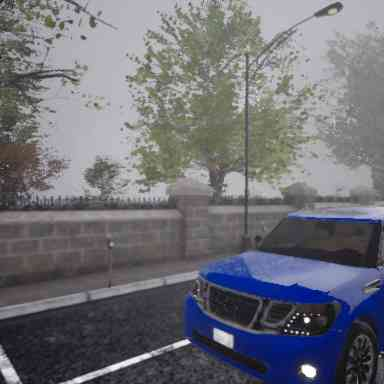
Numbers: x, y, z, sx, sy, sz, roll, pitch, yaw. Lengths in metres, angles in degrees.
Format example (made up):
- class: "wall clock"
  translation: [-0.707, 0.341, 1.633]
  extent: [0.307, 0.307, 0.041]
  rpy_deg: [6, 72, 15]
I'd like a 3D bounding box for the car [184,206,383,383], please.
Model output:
- class: "car"
  translation: [2.489, 1.293, 5.463]
  extent: [5.566, 2.045, 2.150]
  rpy_deg: [0, -1, -39]
